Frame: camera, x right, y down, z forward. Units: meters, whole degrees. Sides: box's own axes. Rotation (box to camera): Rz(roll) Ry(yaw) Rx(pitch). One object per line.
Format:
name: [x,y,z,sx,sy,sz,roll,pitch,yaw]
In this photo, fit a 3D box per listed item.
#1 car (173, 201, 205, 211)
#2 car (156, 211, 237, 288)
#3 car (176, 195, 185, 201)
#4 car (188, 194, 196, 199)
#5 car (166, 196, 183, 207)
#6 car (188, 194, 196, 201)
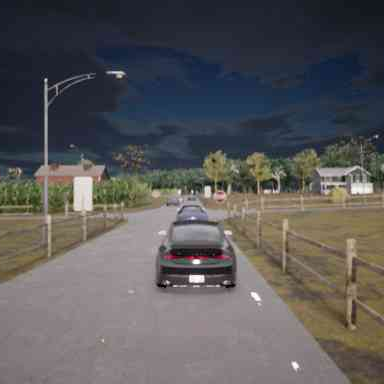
car: [-0.056,1.564,22.169,1.994,1.385,4.181,0,0,-3]
car: [0.094,1.510,9.197,1.837,1.490,4.892,0,0,0]
car: [-2.786,1.499,79.879,1.895,1.301,4.718,0,0,0]
car: [-0.038,1.262,90.450,2.033,1.411,5.357,0,0,0]
car: [-2.877,1.519,50.747,1.994,1.385,4.181,0,0,0]
car: [-0.036,1.450,80.437,1.994,1.385,4.181,0,0,0]
